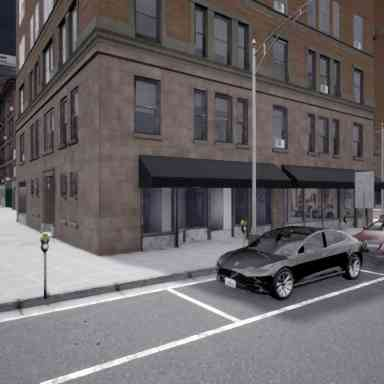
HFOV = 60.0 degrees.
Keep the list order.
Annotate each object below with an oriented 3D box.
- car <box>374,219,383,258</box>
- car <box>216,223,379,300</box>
[{"bbox_3d":[7.073,1.581,11.569,4.206,1.307,1.802,0,0,-35],"label":"car"},{"bbox_3d":[2.592,1.565,8.378,4.313,1.339,1.947,0,0,-35],"label":"car"}]
